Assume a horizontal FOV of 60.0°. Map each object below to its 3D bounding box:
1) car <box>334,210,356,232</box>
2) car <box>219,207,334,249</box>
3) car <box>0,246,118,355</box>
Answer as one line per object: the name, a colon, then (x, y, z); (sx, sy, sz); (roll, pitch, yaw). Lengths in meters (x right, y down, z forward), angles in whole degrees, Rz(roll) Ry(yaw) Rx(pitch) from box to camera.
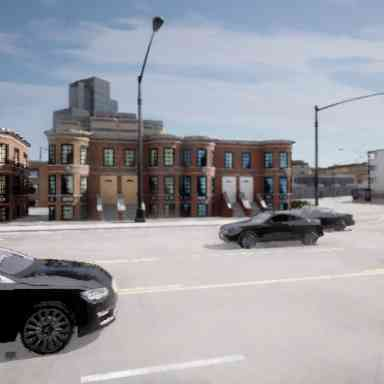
car: (6.889, 1.568, 19.273); (5.357, 1.411, 2.033); (0, 0, -20)
car: (3.480, 1.548, 14.467); (4.674, 1.442, 1.812); (0, 0, -16)
car: (-3.662, 1.522, 5.092); (4.902, 1.511, 2.128); (0, 0, -15)
